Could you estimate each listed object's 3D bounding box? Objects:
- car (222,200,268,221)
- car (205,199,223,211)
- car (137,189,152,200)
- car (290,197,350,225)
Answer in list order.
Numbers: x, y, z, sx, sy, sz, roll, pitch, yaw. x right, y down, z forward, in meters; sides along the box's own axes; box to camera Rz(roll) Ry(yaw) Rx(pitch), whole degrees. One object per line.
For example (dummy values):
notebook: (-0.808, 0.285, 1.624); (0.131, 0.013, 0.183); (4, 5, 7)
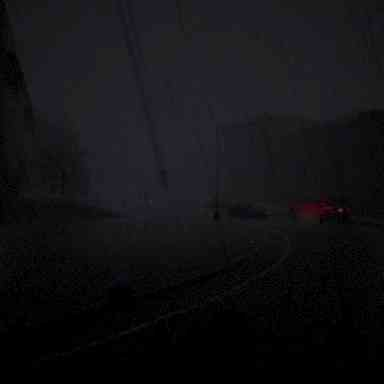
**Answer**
car: (4.741, 1.597, 28.923); (1.882, 1.535, 5.008); (1, -1, -18)
car: (3.253, 1.699, 43.628); (2.128, 1.511, 4.902); (1, 0, -21)
car: (-9.743, 0.584, 67.739); (2.150, 2.045, 5.566); (1, 3, -21)
car: (9.695, 1.373, 25.635); (2.150, 2.045, 5.566); (1, -1, -12)
